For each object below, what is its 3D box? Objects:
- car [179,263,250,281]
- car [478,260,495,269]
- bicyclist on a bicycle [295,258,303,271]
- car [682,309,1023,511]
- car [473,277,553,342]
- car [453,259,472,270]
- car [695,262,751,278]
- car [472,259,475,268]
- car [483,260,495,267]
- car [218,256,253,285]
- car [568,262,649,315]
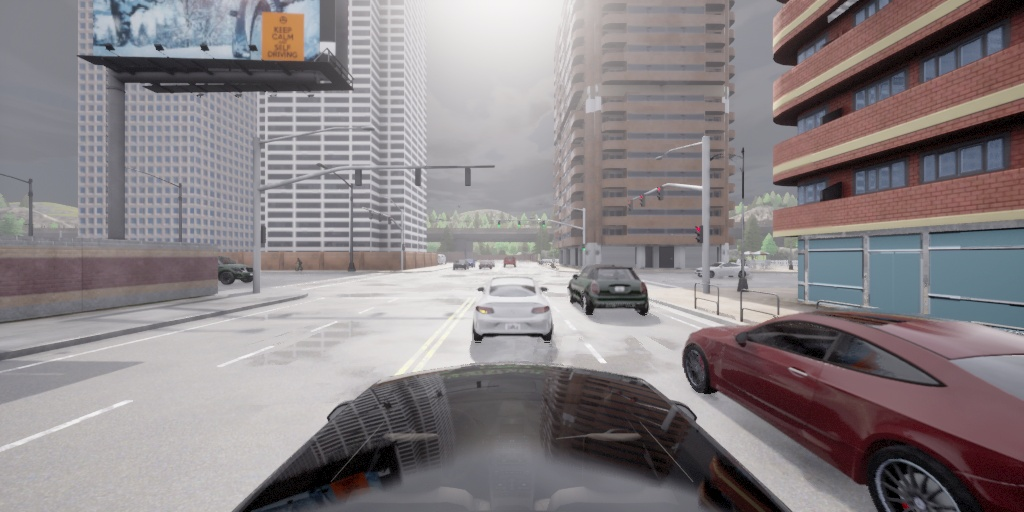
[{"bbox_3d":[-24.179,1.314,29.262,4.181,1.385,1.994,0,0,0],"label":"car"},{"bbox_3d":[-4.009,1.275,55.002,1.812,1.442,4.674,0,0,-1],"label":"car"},{"bbox_3d":[-25.972,1.050,43.739,0.582,1.620,1.656,0,0,0],"label":"bicyclist on a bicycle"},{"bbox_3d":[3.579,1.276,3.682,1.812,1.442,4.674,0,0,0],"label":"car"},{"bbox_3d":[0.014,1.275,9.664,1.812,1.442,4.674,0,0,0],"label":"car"},{"bbox_3d":[-7.496,1.227,52.960,1.882,1.535,5.008,0,0,0],"label":"car"},{"bbox_3d":[19.389,1.276,33.053,4.674,1.442,1.812,0,0,0],"label":"car"},{"bbox_3d":[-7.546,1.227,62.981,1.882,1.535,5.008,0,0,0],"label":"car"},{"bbox_3d":[-4.049,1.350,64.983,1.895,1.301,4.718,0,0,0],"label":"car"},{"bbox_3d":[-21.471,0.972,25.766,5.566,2.045,2.150,0,0,0],"label":"car"},{"bbox_3d":[3.490,1.101,13.775,2.097,1.767,4.553,0,0,0],"label":"car"}]
